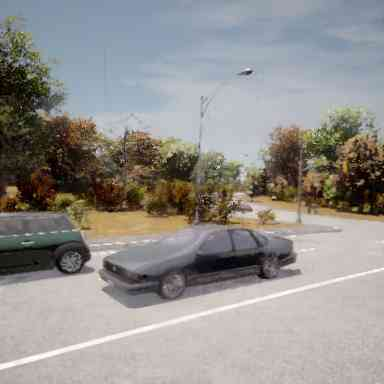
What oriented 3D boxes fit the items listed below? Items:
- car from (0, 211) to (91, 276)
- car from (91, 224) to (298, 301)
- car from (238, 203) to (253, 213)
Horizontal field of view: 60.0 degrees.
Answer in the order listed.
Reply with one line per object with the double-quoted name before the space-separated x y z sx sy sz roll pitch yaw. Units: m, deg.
"car" -5.164 1.353 8.898 4.553 1.767 2.097 0 0 -35
"car" 0.452 1.577 8.599 5.357 1.411 2.033 1 0 -35
"car" 7.821 2.364 51.324 1.994 1.385 4.181 3 1 -17
